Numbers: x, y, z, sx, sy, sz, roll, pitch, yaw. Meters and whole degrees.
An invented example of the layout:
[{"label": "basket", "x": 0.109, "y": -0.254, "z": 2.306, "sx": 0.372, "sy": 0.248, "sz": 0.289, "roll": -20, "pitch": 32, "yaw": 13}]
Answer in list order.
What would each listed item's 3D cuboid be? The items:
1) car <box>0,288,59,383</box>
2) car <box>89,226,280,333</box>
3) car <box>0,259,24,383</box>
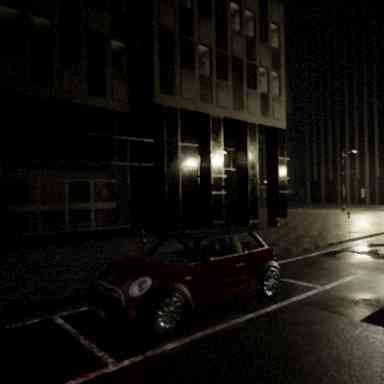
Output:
[{"label": "car", "x": -2.779, "y": 1.585, "z": 1.091, "sx": 4.674, "sy": 1.442, "sz": 1.812, "roll": 0, "pitch": -1, "yaw": -41}, {"label": "car", "x": -0.019, "y": 1.527, "z": 6.936, "sx": 4.097, "sy": 1.590, "sz": 1.967, "roll": 0, "pitch": -1, "yaw": -40}, {"label": "car", "x": -4.287, "y": 1.672, "z": 3.308, "sx": 4.313, "sy": 1.339, "sz": 1.947, "roll": 0, "pitch": -1, "yaw": -40}]
